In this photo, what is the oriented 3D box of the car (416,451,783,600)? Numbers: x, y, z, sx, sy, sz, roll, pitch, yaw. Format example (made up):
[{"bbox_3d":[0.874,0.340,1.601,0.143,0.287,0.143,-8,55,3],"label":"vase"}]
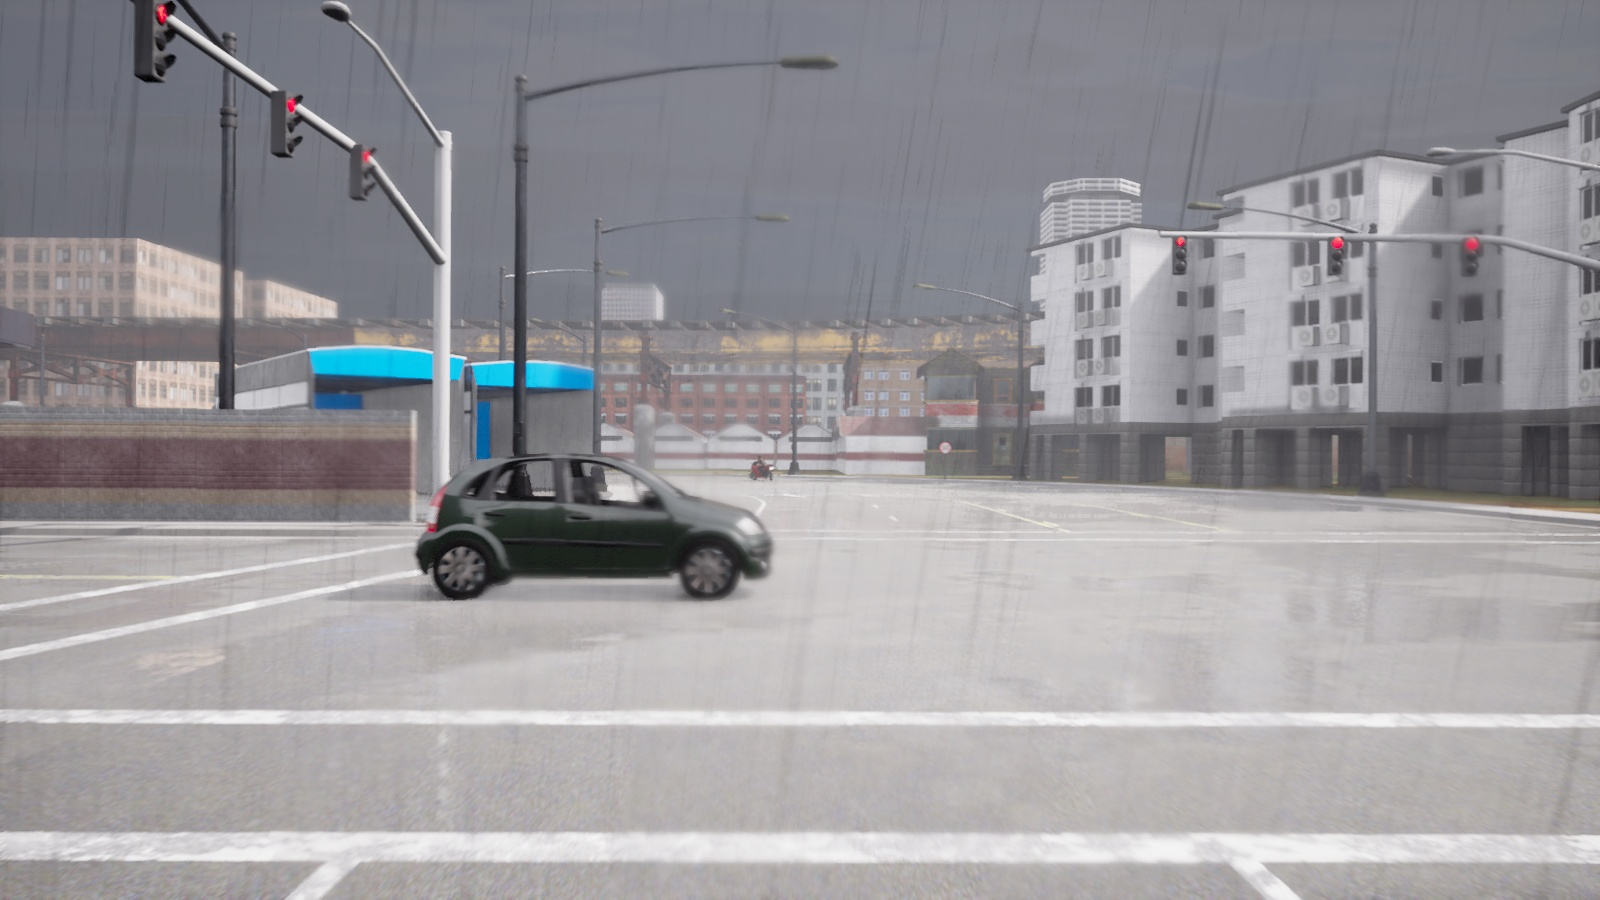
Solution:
[{"bbox_3d":[-2.199,0.824,14.619,3.988,1.617,1.851,0,0,-1],"label":"car"}]

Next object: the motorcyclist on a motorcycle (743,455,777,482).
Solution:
[{"bbox_3d":[-2.373,1.078,73.970,0.797,1.523,2.044,-2,1,-43],"label":"motorcyclist on a motorcycle"}]
